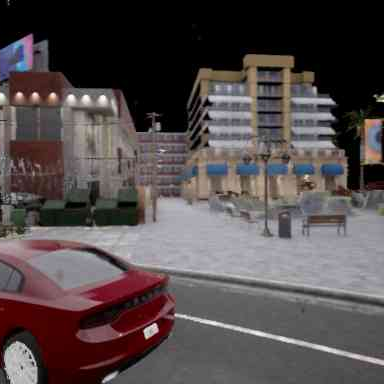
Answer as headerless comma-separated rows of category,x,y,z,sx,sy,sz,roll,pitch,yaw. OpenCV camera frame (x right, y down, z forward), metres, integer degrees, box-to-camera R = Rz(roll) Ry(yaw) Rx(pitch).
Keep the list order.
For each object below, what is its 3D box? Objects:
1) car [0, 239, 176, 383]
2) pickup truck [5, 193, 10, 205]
car,-2.642,1.482,5.091,5.008,1.535,1.882,0,0,29
pickup truck,-15.501,1.128,30.197,2.390,2.098,6.274,0,0,-6
